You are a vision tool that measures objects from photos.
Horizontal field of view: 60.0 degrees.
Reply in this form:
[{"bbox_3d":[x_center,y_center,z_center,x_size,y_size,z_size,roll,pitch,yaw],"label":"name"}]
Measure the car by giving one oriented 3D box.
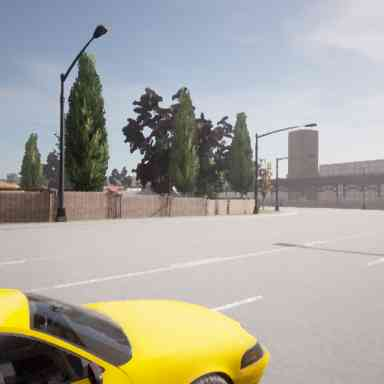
[{"bbox_3d":[-1.693,1.450,2.533,5.366,1.575,1.801,0,0,-35],"label":"car"}]
